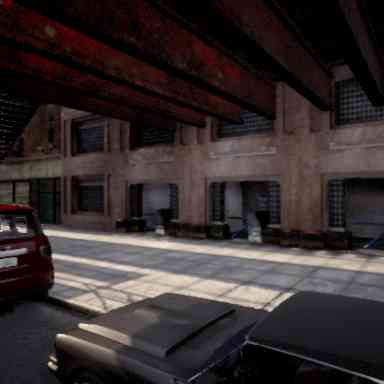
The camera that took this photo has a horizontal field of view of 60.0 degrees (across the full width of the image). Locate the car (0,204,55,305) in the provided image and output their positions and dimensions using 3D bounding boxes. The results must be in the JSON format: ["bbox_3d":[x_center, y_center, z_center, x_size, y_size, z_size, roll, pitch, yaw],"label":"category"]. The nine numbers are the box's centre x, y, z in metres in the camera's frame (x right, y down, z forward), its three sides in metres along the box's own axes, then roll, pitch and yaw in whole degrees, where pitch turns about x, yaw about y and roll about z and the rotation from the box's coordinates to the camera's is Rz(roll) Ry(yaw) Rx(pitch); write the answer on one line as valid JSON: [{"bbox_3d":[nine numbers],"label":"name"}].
[{"bbox_3d":[-5.226,1.271,6.991,5.566,2.045,2.435,0,0,34],"label":"car"}]

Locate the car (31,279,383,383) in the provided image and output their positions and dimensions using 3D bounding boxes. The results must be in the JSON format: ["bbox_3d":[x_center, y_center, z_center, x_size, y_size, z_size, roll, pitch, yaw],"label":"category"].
[{"bbox_3d":[0.877,1.600,2.809,4.718,1.301,1.895,0,0,34],"label":"car"}]
